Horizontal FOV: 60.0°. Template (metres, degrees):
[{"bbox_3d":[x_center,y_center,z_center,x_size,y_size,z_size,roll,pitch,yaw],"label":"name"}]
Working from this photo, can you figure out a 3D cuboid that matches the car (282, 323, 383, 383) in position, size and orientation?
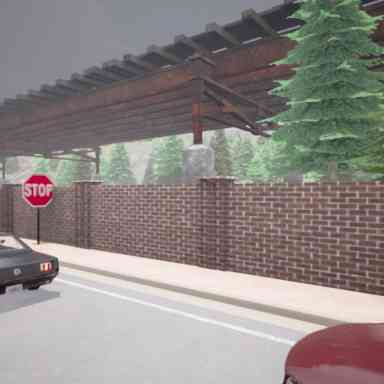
[{"bbox_3d":[2.865,1.526,1.899,4.674,1.442,1.812,0,0,36],"label":"car"}]

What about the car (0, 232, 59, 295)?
[{"bbox_3d":[-5.243,1.598,7.790,4.718,1.301,1.895,0,0,36],"label":"car"}]
